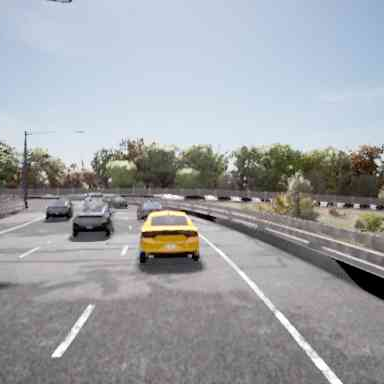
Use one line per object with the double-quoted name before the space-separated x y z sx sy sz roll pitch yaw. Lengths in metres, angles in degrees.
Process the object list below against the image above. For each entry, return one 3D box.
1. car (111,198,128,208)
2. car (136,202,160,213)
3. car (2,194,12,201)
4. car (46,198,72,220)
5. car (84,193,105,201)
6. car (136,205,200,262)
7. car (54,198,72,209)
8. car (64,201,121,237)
"car" -10.425 1.481 46.828 2.033 1.411 5.357 0 0 -25
"car" -3.421 1.496 27.024 2.033 1.411 5.357 0 0 -14
"car" -45.850 1.368 81.571 4.553 1.767 2.097 0 0 38
"car" -10.956 1.473 27.800 2.128 1.511 4.902 0 0 -15
"car" -12.835 1.175 43.652 2.150 2.045 5.566 0 0 -24
"car" -0.896 1.452 12.163 1.882 1.535 5.008 0 0 -7
"car" -17.623 1.534 45.456 1.994 1.385 4.181 0 0 -26
"car" -5.232 1.471 18.102 2.128 1.511 4.902 0 0 -10
